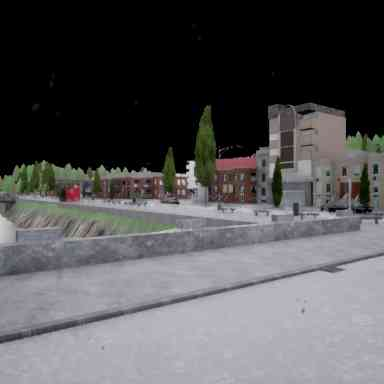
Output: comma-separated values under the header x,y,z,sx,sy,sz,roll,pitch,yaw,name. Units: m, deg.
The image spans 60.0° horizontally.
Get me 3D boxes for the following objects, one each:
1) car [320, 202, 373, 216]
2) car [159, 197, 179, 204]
x,y,z,sx,sy,sz,roll,pitch,yaw,name
15.102,1.600,32.854,1.895,1.301,4.718,0,0,-33,car
-4.188,1.563,60.231,1.994,1.385,4.181,0,0,-35,car
